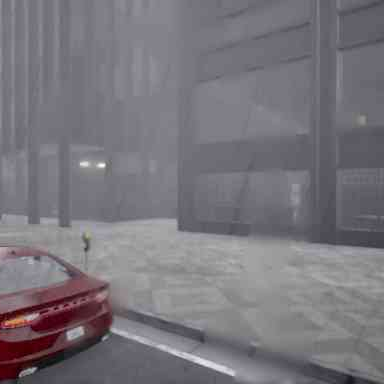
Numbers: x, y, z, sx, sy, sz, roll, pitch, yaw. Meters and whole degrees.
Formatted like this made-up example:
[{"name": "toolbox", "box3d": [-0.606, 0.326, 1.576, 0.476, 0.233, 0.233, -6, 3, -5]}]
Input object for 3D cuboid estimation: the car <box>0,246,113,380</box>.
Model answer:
[{"name": "car", "box3d": [-3.198, 1.534, 5.244, 4.507, 1.381, 1.887, 0, 0, 35]}]
